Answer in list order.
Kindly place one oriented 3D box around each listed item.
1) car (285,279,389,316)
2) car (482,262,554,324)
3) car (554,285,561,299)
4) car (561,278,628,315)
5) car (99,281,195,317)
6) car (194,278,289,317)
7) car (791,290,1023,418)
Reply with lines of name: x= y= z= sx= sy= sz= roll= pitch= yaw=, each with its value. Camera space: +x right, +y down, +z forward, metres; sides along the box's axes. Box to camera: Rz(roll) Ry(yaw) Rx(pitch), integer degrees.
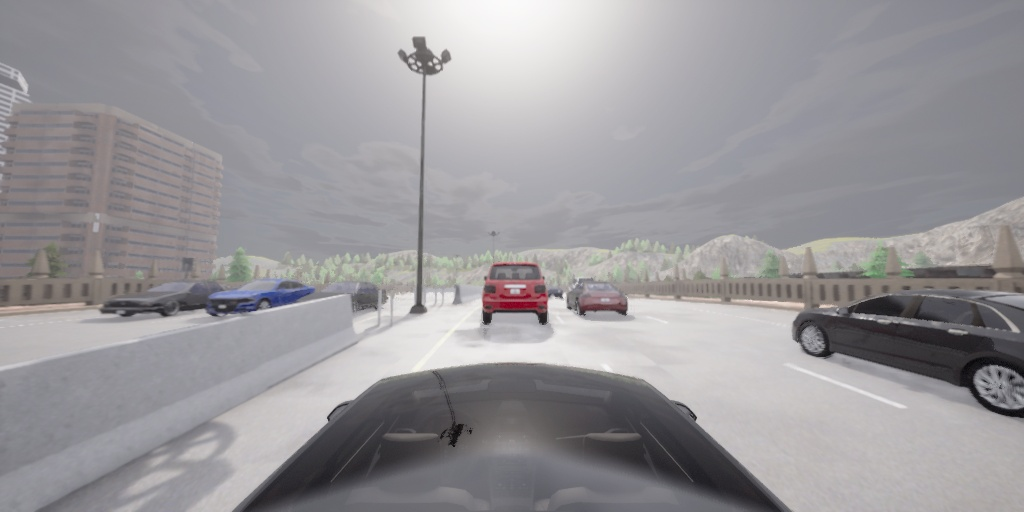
car: x=-7.006 y=1.790 z=15.508 sx=2.033 sy=1.411 sz=5.357 roll=0 pitch=-3 yaw=0
car: x=0.095 y=1.303 z=13.518 sx=2.150 sy=2.045 sz=5.566 roll=0 pitch=-3 yaw=0
car: x=3.588 y=3.361 z=33.889 sx=1.895 sy=1.301 sz=4.718 roll=0 pitch=-5 yaw=0
car: x=3.594 y=1.777 z=15.796 sx=1.994 sy=1.385 sz=4.181 roll=0 pitch=-4 yaw=0
car: x=-14.005 y=1.777 z=15.506 sx=2.033 sy=1.411 sz=5.357 roll=0 pitch=-3 yaw=0
car: x=-10.505 y=1.714 z=15.511 sx=1.882 sy=1.535 sz=5.008 roll=0 pitch=-3 yaw=0
car: x=7.098 y=1.308 z=5.941 sx=1.837 sy=1.490 sz=4.892 roll=0 pitch=-1 yaw=0
